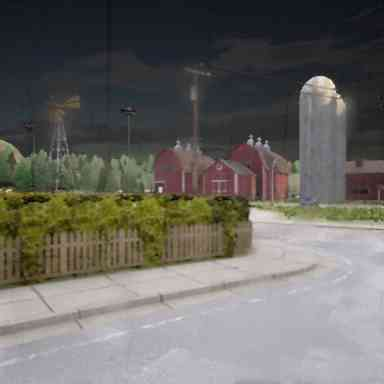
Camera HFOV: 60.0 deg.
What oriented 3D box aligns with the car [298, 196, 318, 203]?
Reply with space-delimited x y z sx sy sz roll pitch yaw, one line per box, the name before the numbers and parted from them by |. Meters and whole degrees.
car | 19.720 1.840 55.519 2.242 1.667 4.611 0 0 32
